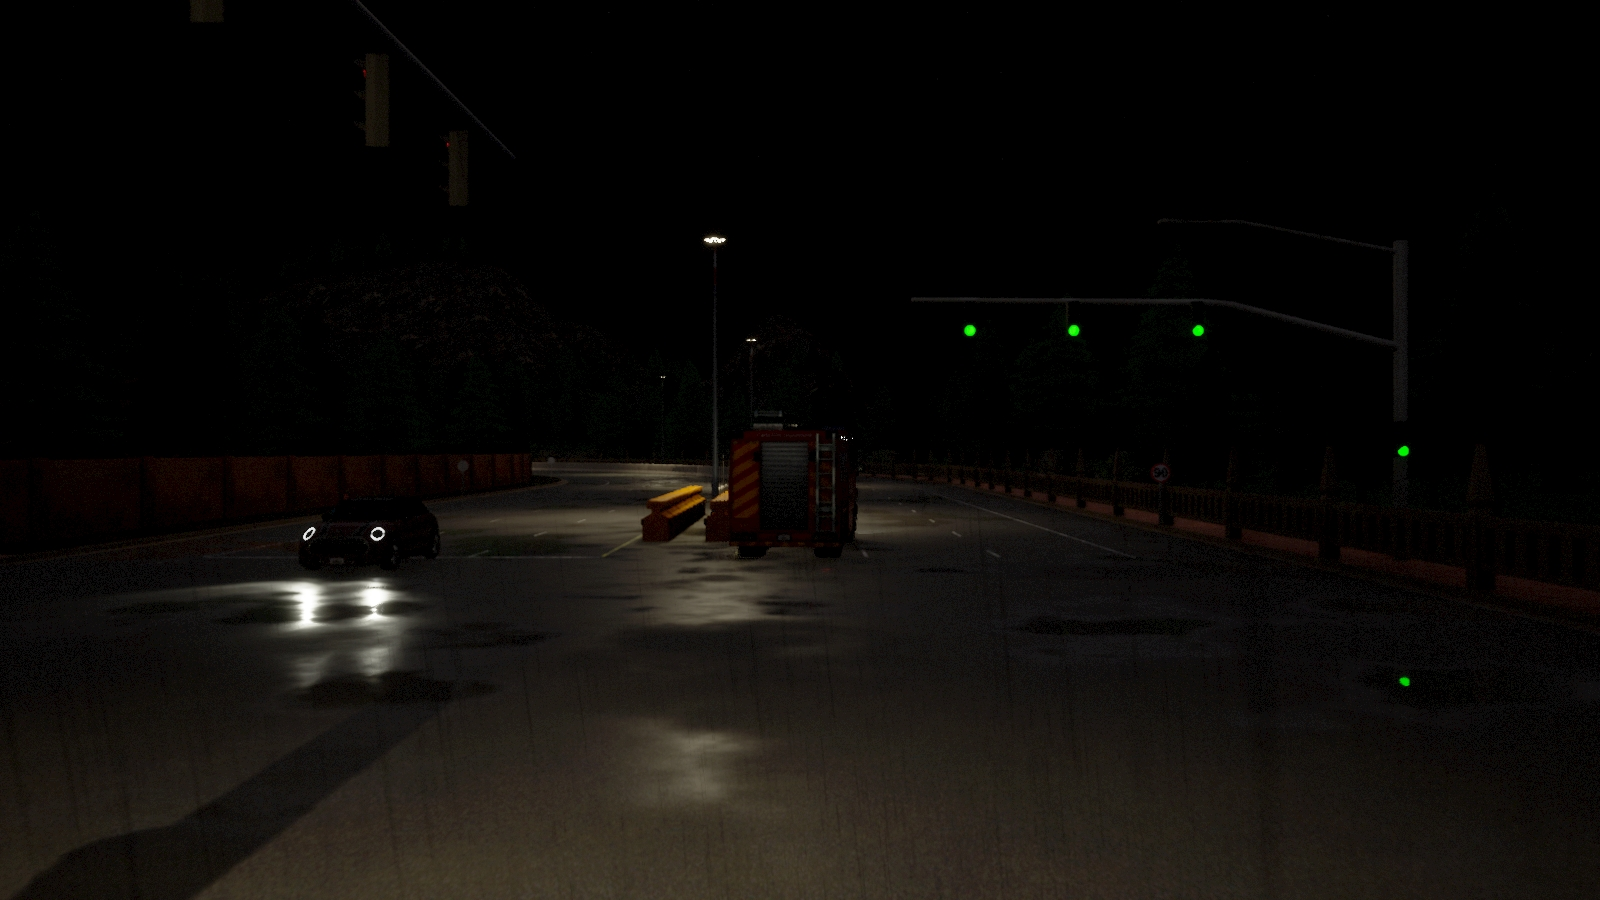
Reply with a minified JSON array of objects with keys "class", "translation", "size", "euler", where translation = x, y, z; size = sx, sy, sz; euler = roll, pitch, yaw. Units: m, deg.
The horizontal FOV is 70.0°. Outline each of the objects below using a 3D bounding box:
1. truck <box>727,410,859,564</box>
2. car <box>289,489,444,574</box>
[{"class":"truck","translation":[0.041,0.915,32.800],"size":[2.891,3.827,8.468],"euler":[0,0,6]},{"class":"car","translation":[-10.509,1.927,28.099],"size":[2.097,1.767,4.553],"euler":[0,0,0]}]
